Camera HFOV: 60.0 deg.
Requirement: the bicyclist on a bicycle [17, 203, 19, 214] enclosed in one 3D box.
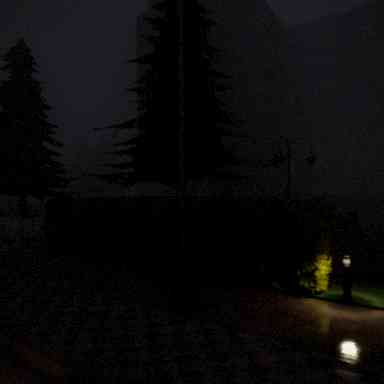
[{"bbox_3d":[-17.811,1.624,34.668,1.656,1.620,0.582,-1,0,36],"label":"bicyclist on a bicycle"}]
